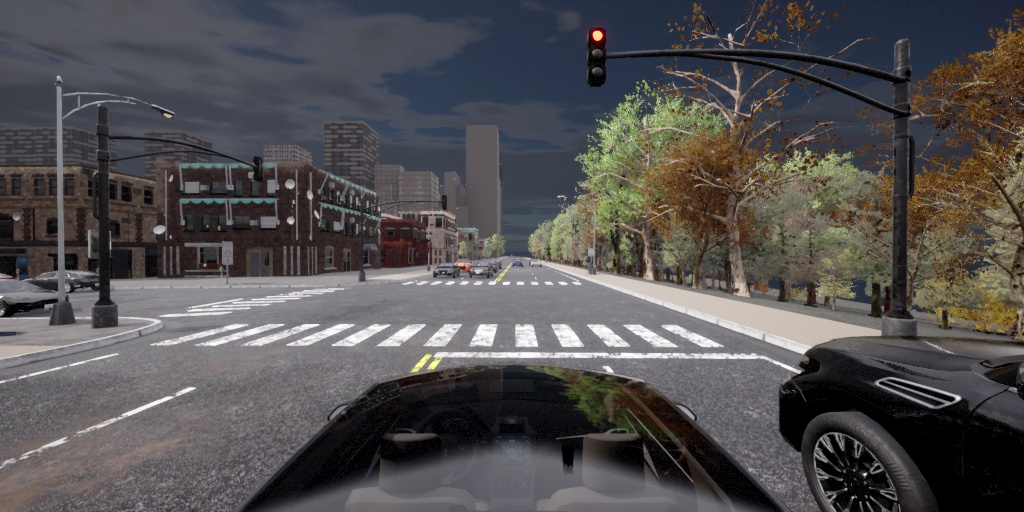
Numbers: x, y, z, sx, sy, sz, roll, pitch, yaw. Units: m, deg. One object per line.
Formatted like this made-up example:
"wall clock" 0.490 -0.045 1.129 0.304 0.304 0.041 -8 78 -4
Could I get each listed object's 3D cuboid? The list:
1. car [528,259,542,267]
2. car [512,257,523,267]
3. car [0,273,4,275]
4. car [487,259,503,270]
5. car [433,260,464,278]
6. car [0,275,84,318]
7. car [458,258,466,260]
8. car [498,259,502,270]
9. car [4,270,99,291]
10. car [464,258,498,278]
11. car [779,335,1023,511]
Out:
"car" 4.362 1.327 64.121 1.895 1.301 4.718 0 0 1
"car" 1.002 1.252 63.791 1.812 1.442 4.674 0 0 1
"car" -33.493 1.654 22.449 4.207 1.307 1.802 0 0 1
"car" -2.503 1.223 53.502 2.128 1.511 4.902 0 0 1
"car" -6.080 1.304 33.755 1.994 1.385 4.181 0 0 1
"car" -19.766 1.565 13.704 4.313 1.339 1.948 0 0 1
"car" -5.914 1.088 43.751 2.097 1.767 4.553 0 0 1
"car" -2.673 1.227 43.260 2.128 1.511 4.902 0 0 1
"car" -27.958 1.560 22.352 4.403 1.370 2.007 0 0 1
"car" -2.820 1.232 33.769 2.128 1.511 4.902 0 0 3
"car" 3.322 0.972 0.665 2.150 2.045 5.566 0 0 1
